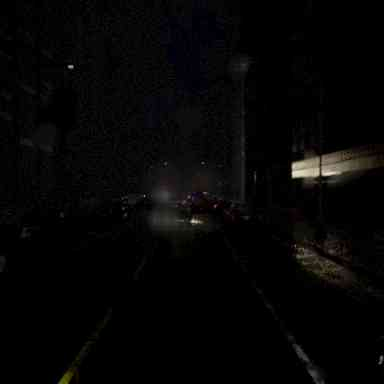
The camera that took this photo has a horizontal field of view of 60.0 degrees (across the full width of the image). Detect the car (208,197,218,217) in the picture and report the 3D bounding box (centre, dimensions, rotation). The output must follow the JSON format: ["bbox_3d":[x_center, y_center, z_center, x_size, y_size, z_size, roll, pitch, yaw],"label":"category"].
[{"bbox_3d":[2.752,1.441,29.975,1.947,1.339,4.313,0,0,0],"label":"car"}]

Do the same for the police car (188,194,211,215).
[{"bbox_3d":[0.835,1.290,32.460,1.930,1.638,5.238,0,0,-1],"label":"police car"}]

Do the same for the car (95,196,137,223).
[{"bbox_3d":[-5.773,1.213,24.326,2.192,1.841,5.009,0,0,0],"label":"car"}]

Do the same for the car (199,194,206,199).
[{"bbox_3d":[2.740,1.226,86.382,1.802,1.307,4.206,0,0,0],"label":"car"}]

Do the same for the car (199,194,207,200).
[{"bbox_3d":[2.741,1.250,80.741,1.802,1.307,4.206,0,0,0],"label":"car"}]

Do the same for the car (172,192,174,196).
[{"bbox_3d":[-5.784,1.132,75.093,1.967,1.590,4.097,0,0,0],"label":"car"}]

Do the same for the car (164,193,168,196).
[{"bbox_3d":[-5.779,1.287,58.001,1.752,1.417,4.829,0,0,0],"label":"car"}]

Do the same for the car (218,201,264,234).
[{"bbox_3d":[2.754,1.361,18.693,1.967,1.590,4.097,0,0,0],"label":"car"}]

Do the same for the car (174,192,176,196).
[{"bbox_3d":[-5.785,0.983,80.734,2.192,1.841,5.009,0,0,0],"label":"car"}]

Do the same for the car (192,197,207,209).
[{"bbox_3d":[0.890,1.351,42.359,1.812,1.442,4.674,0,0,0],"label":"car"}]

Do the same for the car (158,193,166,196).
[{"bbox_3d":[-5.778,1.334,52.531,2.008,1.369,4.403,0,0,0],"label":"car"}]

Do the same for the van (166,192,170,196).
[{"bbox_3d":[-5.781,1.079,63.811,1.690,1.788,3.998,0,0,0],"label":"van"}]

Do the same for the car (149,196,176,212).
[{"bbox_3d":[-3.103,1.415,35.895,1.994,1.385,4.181,0,0,0],"label":"car"}]

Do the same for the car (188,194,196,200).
[{"bbox_3d":[-0.019,1.173,80.865,1.895,1.301,4.718,0,0,0],"label":"car"}]

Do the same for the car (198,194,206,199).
[{"bbox_3d":[2.738,1.187,92.022,1.947,1.339,4.313,0,0,0],"label":"car"}]

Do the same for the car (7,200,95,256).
[{"bbox_3d":[-5.770,1.259,13.045,2.192,1.841,5.009,0,0,0],"label":"car"}]

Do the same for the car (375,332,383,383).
[{"bbox_3d":[2.759,1.542,1.773,2.008,1.369,4.403,0,0,0],"label":"car"}]

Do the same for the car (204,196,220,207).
[{"bbox_3d":[2.748,1.351,46.897,1.887,1.381,4.507,0,0,0],"label":"car"}]

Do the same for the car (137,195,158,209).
[{"bbox_3d":[-5.775,1.395,41.250,1.947,1.339,4.313,0,0,0],"label":"car"}]

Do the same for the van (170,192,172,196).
[{"bbox_3d":[-5.783,1.056,69.452,1.690,1.788,3.998,0,0,0],"label":"van"}]

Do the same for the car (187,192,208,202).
[{"bbox_3d":[0.689,1.022,48.366,2.150,2.045,5.566,0,0,-1],"label":"car"}]

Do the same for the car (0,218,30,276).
[{"bbox_3d":[-5.768,1.519,7.405,2.008,1.369,4.403,0,0,0],"label":"car"}]

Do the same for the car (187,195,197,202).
[{"bbox_3d":[-0.015,1.331,65.506,1.895,1.301,4.718,0,0,0],"label":"car"}]
